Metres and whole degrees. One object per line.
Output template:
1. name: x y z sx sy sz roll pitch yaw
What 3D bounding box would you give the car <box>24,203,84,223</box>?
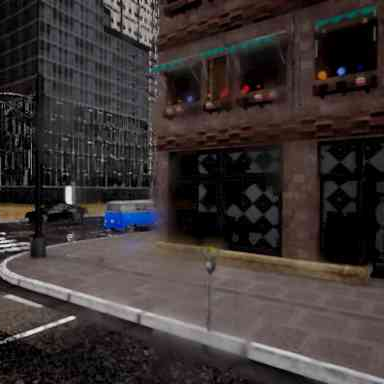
1. car: -10.187 1.508 24.870 1.947 1.339 4.313 1 1 35

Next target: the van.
1. van: -3.356 1.393 20.010 1.690 1.788 3.998 1 1 35
